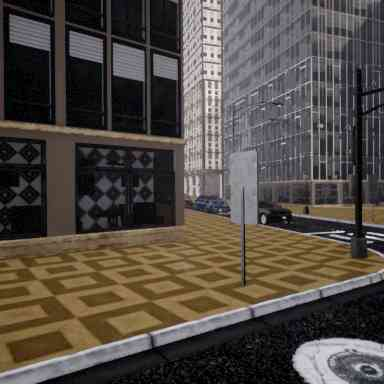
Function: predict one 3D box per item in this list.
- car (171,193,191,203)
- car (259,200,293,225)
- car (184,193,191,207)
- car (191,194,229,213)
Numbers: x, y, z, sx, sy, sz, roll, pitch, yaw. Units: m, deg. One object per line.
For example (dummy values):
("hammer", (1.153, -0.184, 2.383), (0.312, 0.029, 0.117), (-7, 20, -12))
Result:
("car", (-1.774, 0.889, 51.931), (1.812, 1.442, 4.674), (-1, 1, -19))
("car", (4.888, 1.278, 22.856), (1.882, 1.535, 5.008), (-1, 1, -19))
("car", (-1.315, 1.094, 41.349), (1.994, 1.385, 4.181), (-1, 1, -18))
("car", (1.839, 1.020, 31.929), (2.097, 1.767, 4.553), (-1, 1, -19))
